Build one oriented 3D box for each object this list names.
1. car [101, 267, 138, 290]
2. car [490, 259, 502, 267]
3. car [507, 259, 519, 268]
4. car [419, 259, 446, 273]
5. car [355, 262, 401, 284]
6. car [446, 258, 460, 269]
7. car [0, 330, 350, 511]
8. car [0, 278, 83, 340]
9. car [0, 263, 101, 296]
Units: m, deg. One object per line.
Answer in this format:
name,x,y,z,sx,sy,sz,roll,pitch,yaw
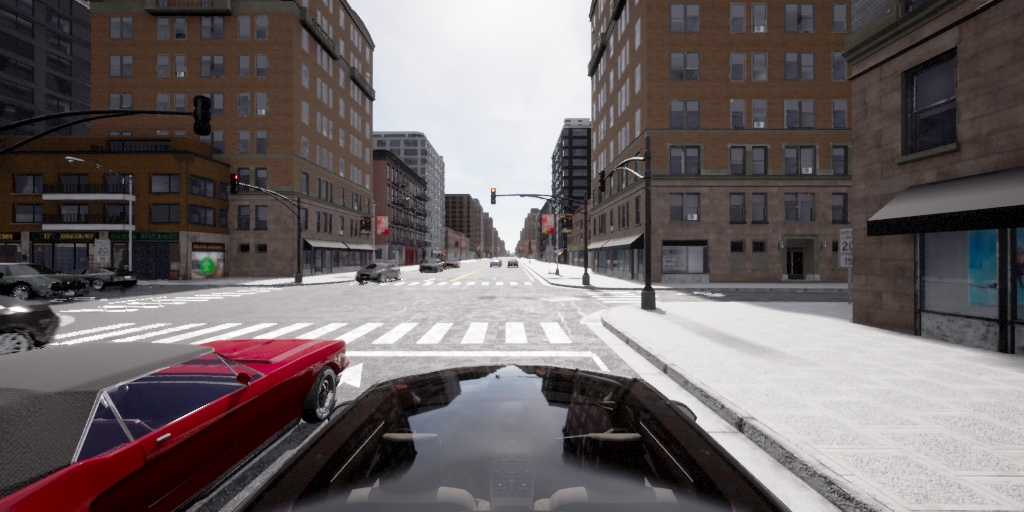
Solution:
car,-25.321,1.330,21.705,4.313,1.339,1.948,0,0,0
car,-2.978,1.287,64.154,2.033,1.411,5.357,0,0,0
car,0.166,1.245,62.199,1.837,1.490,4.892,0,0,0
car,-9.737,1.097,43.289,2.097,1.767,4.553,0,0,0
car,-10.030,1.256,27.302,1.837,1.490,4.892,0,0,5
car,-9.680,1.093,57.737,2.097,1.767,4.553,0,0,1
car,-3.157,1.351,2.837,1.895,1.301,4.718,0,0,0
car,-9.843,1.255,4.957,1.837,1.490,4.892,0,0,0
car,-22.163,1.095,16.196,4.553,1.767,2.097,0,0,0
